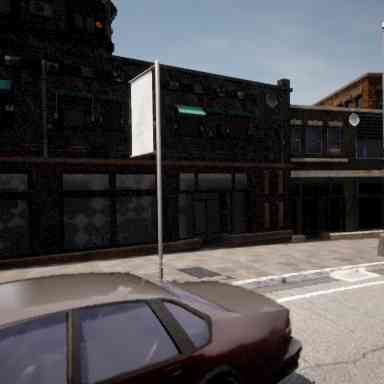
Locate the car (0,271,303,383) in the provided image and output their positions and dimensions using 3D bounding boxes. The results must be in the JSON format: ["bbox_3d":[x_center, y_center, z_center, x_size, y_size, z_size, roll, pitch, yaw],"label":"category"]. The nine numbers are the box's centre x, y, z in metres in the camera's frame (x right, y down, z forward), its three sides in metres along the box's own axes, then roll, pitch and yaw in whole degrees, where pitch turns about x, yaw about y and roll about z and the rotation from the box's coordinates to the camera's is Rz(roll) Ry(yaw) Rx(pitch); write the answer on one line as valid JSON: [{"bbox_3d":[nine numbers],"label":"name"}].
[{"bbox_3d":[-1.360,1.546,2.929,5.357,1.411,2.033,0,0,-33],"label":"car"}]
